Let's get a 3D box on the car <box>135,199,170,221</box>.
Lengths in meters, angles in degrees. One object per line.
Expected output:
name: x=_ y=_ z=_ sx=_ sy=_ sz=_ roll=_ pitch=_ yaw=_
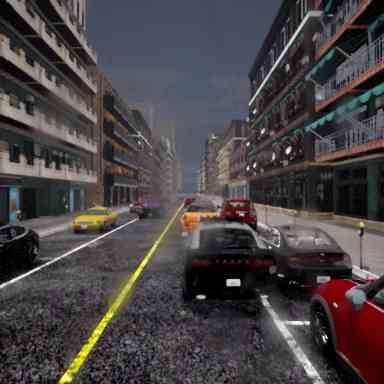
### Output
car: x=-3.145 y=1.559 z=27.203 sx=1.994 sy=1.385 sz=4.181 roll=0 pitch=0 yaw=0

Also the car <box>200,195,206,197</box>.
car: x=0.815 y=1.350 z=24.426 sx=2.097 sy=1.767 sz=4.553 roll=0 pitch=0 yaw=0

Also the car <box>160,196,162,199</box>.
car: x=-5.770 y=1.570 z=48.402 sx=1.802 sy=1.307 sz=4.206 roll=0 pitch=0 yaw=0

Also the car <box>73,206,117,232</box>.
car: x=-5.722 y=1.523 z=20.049 sx=1.752 sy=1.417 sz=4.829 roll=0 pitch=0 yaw=0

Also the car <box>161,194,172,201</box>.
car: x=-5.807 y=1.292 z=70.947 sx=2.192 sy=1.841 sz=5.009 roll=0 pitch=0 yaw=0

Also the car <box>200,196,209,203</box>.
car: x=2.572 y=1.502 z=71.127 sx=1.752 sy=1.417 sz=4.829 roll=0 pitch=0 yaw=0

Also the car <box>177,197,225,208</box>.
car: x=0.586 y=1.353 z=18.487 sx=2.097 sy=1.767 sz=4.553 roll=0 pitch=0 yaw=4

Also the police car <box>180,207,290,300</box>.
police car: x=0.749 y=1.423 z=8.566 sx=1.930 sy=1.638 sz=5.238 roll=0 pitch=0 yaw=0

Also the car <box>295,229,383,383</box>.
car: x=2.688 y=1.440 z=3.321 sx=1.967 sy=1.590 sz=4.097 roll=0 pitch=0 yaw=0

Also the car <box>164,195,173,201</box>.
car: x=-5.827 y=1.516 z=82.220 sx=1.887 sy=1.381 sz=4.507 roll=0 pitch=0 yaw=0

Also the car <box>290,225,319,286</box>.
car: x=2.678 y=1.550 z=8.957 sx=2.008 sy=1.369 sz=4.403 roll=0 pitch=0 yaw=0

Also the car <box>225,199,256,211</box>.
car: x=2.660 y=1.312 z=20.230 sx=2.192 sy=1.841 sz=5.009 roll=0 pitch=0 yaw=0

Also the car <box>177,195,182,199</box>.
car: x=-3.161 y=1.513 z=93.679 sx=2.033 sy=1.411 sz=5.357 roll=0 pitch=0 yaw=0

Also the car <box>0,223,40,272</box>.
car: x=-5.703 y=1.565 z=8.945 sx=1.947 sy=1.339 sz=4.313 roll=0 pitch=0 yaw=0

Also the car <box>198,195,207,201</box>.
car: x=2.553 y=1.516 z=82.230 sx=1.887 sy=1.381 sz=4.507 roll=0 pitch=0 yaw=0

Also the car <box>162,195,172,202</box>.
car: x=-5.818 y=1.414 z=76.583 sx=1.967 sy=1.590 sz=4.097 roll=0 pitch=0 yaw=0

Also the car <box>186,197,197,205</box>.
car: x=-0.099 y=1.584 z=59.031 sx=1.895 sy=1.301 sz=4.718 roll=0 pitch=0 yaw=0

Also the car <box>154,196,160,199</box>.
car: x=-5.759 y=1.305 z=42.765 sx=2.192 sy=1.841 sz=5.009 roll=0 pitch=0 yaw=0

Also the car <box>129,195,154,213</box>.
car: x=-5.751 y=1.432 z=37.129 sx=1.967 sy=1.590 sz=4.097 roll=0 pitch=0 yaw=0

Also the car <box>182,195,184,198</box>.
car: x=-0.061 y=1.466 z=45.689 sx=1.882 sy=1.535 sz=5.008 roll=0 pitch=0 yaw=0
